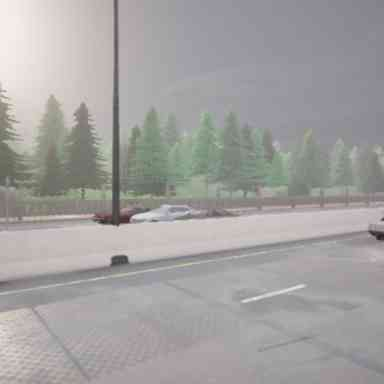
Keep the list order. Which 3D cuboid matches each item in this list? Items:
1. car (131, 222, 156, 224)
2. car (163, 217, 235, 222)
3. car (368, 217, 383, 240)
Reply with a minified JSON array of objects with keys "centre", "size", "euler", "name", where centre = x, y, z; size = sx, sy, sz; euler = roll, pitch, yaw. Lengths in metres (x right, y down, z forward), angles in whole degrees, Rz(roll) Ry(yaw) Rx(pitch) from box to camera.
[{"centre":[-1.435,1.497,20.166],"size":[4.674,1.442,1.812],"euler":[0,0,-35],"name":"car"},{"centre":[0.724,1.535,17.407],"size":[4.181,1.385,1.994],"euler":[0,0,-35],"name":"car"},{"centre":[10.153,1.555,15.288],"size":[4.718,1.301,1.895],"euler":[0,0,-36],"name":"car"}]
